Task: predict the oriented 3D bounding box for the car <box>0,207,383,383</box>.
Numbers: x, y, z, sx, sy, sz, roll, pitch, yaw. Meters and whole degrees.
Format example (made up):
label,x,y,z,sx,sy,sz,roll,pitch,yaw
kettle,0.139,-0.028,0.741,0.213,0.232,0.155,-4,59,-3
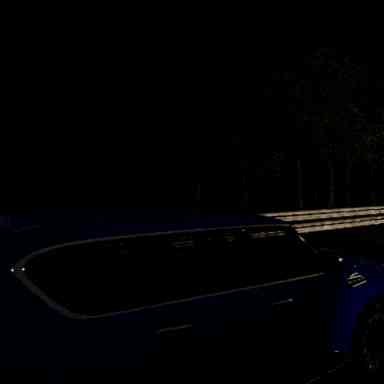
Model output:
label,x,y,z,sx,sy,sz,roll,pitch,yaw
car,0.130,1.200,3.792,5.566,2.045,2.150,-1,0,-35
